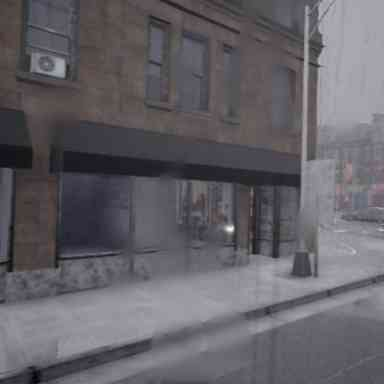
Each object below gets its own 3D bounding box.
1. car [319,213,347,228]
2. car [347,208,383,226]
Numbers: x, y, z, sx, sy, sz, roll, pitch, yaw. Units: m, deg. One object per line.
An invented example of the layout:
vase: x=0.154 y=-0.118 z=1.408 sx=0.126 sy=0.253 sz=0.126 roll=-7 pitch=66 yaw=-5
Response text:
car: x=7.700 y=1.672 z=23.166 sx=2.128 sy=1.511 sz=4.902 roll=2 pitch=-2 yaw=-36
car: x=15.559 y=2.043 z=28.383 sx=2.033 sy=1.411 sz=5.357 roll=2 pitch=-1 yaw=-28
